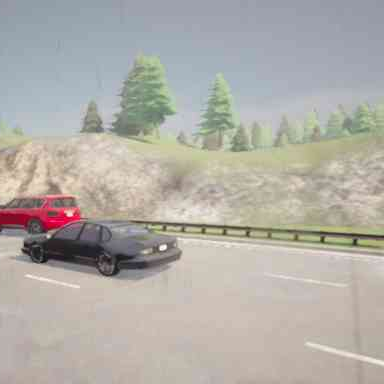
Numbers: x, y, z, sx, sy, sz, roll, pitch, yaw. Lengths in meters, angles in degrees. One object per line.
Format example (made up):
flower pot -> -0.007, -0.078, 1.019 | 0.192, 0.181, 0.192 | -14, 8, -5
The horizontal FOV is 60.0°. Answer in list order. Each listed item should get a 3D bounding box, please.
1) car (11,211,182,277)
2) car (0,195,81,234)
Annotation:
car -> -2.908, 1.525, 10.140 | 5.357, 1.411, 2.033 | 0, 0, 32
car -> -8.267, 1.197, 17.333 | 5.566, 2.045, 2.150 | 0, 0, 28
